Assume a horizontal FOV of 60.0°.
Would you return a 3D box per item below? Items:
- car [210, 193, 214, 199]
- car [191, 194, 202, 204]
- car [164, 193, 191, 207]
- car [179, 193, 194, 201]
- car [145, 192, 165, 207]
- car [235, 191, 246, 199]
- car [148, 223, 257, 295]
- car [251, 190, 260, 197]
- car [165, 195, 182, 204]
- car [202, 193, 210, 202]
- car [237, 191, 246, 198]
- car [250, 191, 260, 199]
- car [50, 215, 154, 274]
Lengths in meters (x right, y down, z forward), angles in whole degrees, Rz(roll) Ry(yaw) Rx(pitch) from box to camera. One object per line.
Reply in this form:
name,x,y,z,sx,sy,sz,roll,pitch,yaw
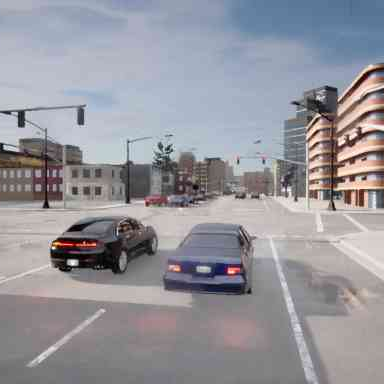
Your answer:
car,3.786,0.862,76.232,1.882,1.535,5.008,0,1,11
car,-0.204,1.235,56.341,2.128,1.511,4.902,0,1,11
car,-1.961,1.223,47.430,2.097,1.767,4.553,0,1,11
car,-1.152,1.073,69.237,2.033,1.411,5.357,0,1,11
car,-5.169,1.080,49.305,2.150,2.045,5.566,0,1,11
car,11.072,0.902,77.014,1.994,1.385,4.181,0,1,11
car,0.705,1.547,8.902,2.033,1.411,5.357,0,0,11
car,16.320,0.464,85.594,2.097,1.767,4.553,0,1,11
car,-3.270,1.238,58.863,1.812,1.442,4.674,0,1,12
car,1.747,1.119,65.991,2.033,1.411,5.357,0,1,12
car,12.964,0.552,86.667,2.097,1.767,4.553,0,1,11
car,14.320,0.881,75.389,2.128,1.511,4.902,0,1,11
car,-2.513,1.505,10.645,1.837,1.490,4.892,0,0,11
